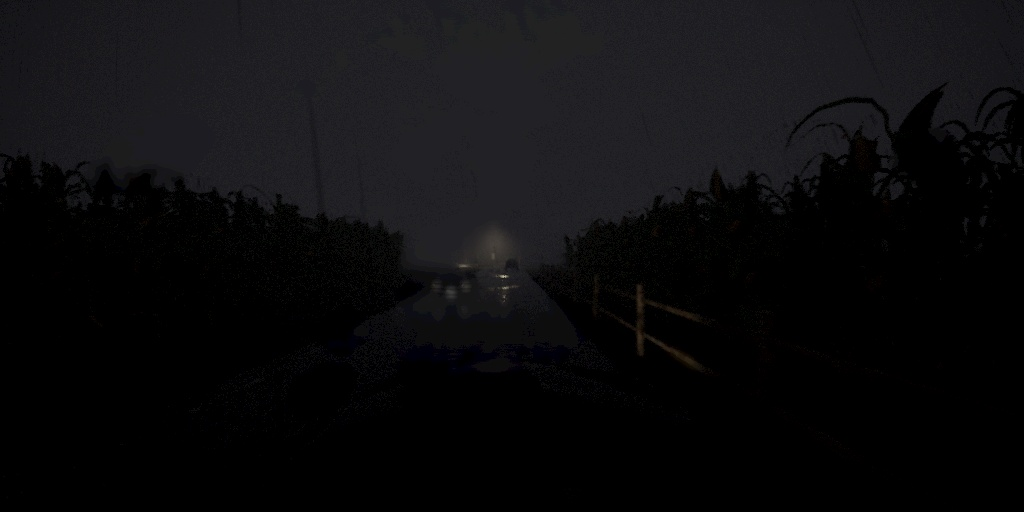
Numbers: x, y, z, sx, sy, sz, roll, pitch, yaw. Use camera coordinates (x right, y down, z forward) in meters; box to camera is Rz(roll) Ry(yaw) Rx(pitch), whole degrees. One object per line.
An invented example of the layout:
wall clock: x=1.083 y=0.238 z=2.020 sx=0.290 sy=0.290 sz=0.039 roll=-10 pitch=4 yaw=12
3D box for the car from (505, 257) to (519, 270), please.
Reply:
car: x=-0.020 y=1.255 z=57.691 sx=2.097 sy=1.767 sz=4.553 roll=0 pitch=0 yaw=0

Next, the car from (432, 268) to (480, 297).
car: x=-2.820 y=1.334 z=19.298 sx=2.033 sy=1.411 sz=5.357 roll=0 pitch=0 yaw=0
